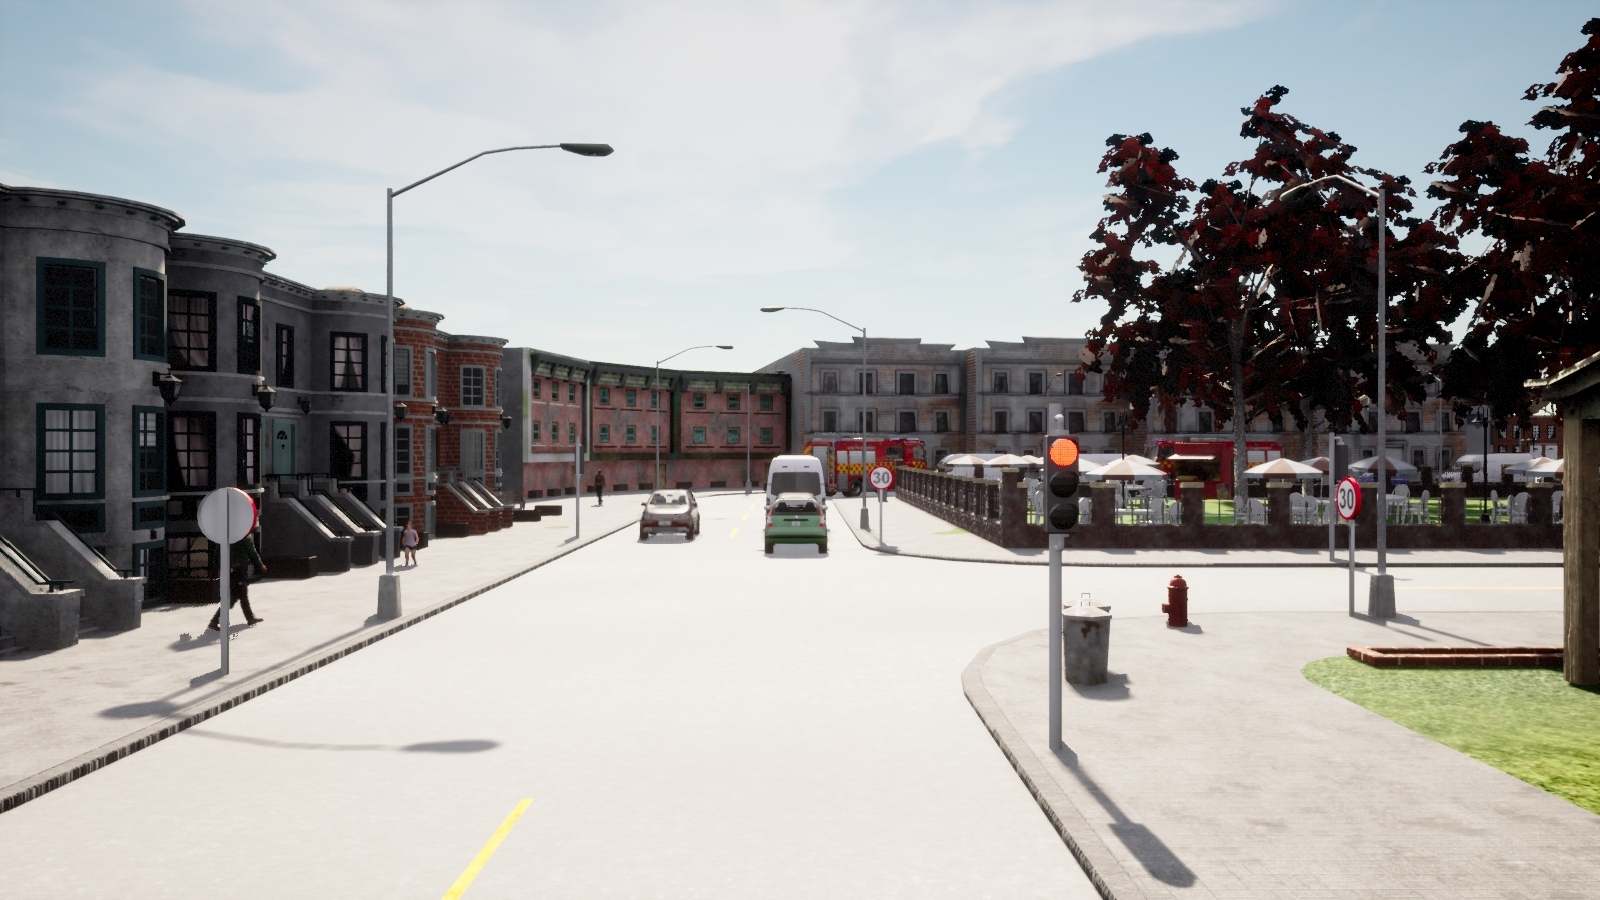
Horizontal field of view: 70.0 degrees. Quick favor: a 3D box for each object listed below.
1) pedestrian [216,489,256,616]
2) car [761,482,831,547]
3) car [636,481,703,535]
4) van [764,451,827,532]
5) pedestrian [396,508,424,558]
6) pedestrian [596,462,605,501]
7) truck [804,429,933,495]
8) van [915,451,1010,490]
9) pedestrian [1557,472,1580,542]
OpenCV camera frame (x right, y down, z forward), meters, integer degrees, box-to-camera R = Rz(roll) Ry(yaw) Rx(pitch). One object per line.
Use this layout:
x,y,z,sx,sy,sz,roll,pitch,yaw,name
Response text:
-8.437,1.524,17.101,0.375,1.860,0.375,0,0,24,pedestrian
-0.119,1.779,32.373,1.851,1.617,3.988,0,0,0,car
-4.111,1.807,36.446,1.789,1.549,3.705,0,0,-1,car
-0.147,1.315,39.074,1.988,2.561,5.915,0,0,0,van
-8.940,1.904,26.222,0.500,1.100,0.500,0,0,-5,pedestrian
-9.626,1.525,55.131,0.375,1.860,0.375,0,0,3,pedestrian
4.295,0.672,70.228,8.468,3.827,2.891,0,0,-43,truck
10.550,1.314,74.428,5.915,2.561,1.988,0,0,0,van
20.569,1.525,30.593,0.375,1.860,0.375,0,0,0,pedestrian
